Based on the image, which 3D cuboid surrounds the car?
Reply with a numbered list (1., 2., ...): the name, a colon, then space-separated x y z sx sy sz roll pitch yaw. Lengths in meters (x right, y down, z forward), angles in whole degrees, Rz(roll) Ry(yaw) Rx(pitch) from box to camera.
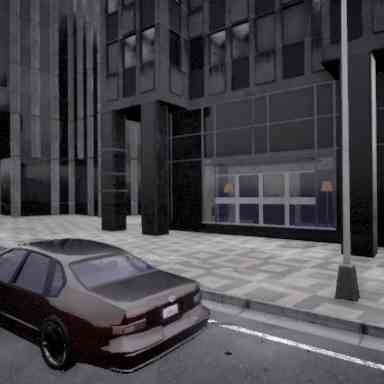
1. car: -2.291 1.546 5.673 5.357 1.411 2.033 0 0 36
